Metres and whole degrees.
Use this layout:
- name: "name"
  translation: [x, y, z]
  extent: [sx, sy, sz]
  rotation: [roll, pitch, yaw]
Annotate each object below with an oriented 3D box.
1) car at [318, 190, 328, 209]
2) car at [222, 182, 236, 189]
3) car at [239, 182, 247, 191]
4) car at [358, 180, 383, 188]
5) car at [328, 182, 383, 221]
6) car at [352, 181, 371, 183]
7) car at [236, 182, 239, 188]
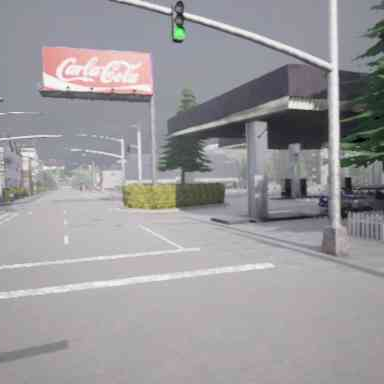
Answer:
- name: "car"
  translation: [12.052, 0.495, 25.659]
  extent: [4.611, 1.667, 2.242]
  rotation: [-2, 2, -21]
- name: "car"
  translation: [9.087, -1.699, 88.013]
  extent: [1.905, 1.878, 3.866]
  rotation: [-2, 2, -21]
- name: "car"
  translation: [12.381, -1.019, 69.896]
  extent: [2.007, 1.523, 4.514]
  rotation: [-2, 2, -21]
- name: "car"
  translation: [38.432, -1.699, 71.745]
  extent: [2.007, 1.523, 4.514]
  rotation: [-2, 2, -21]
- name: "car"
  translation: [10.047, 0.583, 18.812]
  extent: [3.866, 1.878, 1.905]
  rotation: [-2, 2, -21]
- name: "car"
  translation: [35.526, -1.599, 70.566]
  extent: [2.152, 1.636, 5.027]
  rotation: [-2, 2, -21]
- name: "car"
  translation: [11.647, -1.786, 89.445]
  extent: [1.932, 1.855, 4.605]
  rotation: [-2, 2, -21]
